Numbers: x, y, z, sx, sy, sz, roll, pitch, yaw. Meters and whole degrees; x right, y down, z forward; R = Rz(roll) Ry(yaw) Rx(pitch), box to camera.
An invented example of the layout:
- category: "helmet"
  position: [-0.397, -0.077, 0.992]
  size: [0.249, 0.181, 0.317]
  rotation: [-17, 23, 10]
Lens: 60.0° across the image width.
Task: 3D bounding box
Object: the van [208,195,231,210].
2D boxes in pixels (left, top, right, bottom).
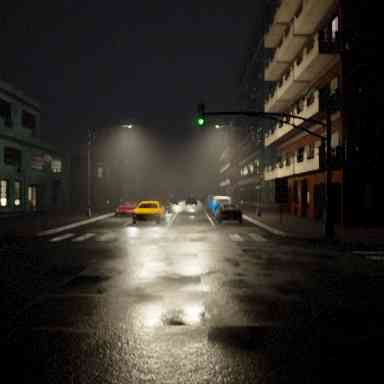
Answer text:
- category: "van"
  position: [2.659, 1.303, 30.089]
  size: [1.690, 1.788, 3.998]
  rotation: [1, 0, 0]

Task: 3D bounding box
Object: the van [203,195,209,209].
- category: "van"
  position: [2.642, 1.286, 41.252]
  size: [1.690, 1.788, 3.998]
  rotation: [1, 0, 0]

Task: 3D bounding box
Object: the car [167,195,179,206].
- category: "car"
  position: [-3.135, 1.524, 52.811]
  size: [1.895, 1.301, 4.718]
  rotation: [0, 0, 0]

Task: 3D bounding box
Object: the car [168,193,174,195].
- category: "car"
  position: [-5.810, 1.411, 85.843]
  size: [1.947, 1.339, 4.313]
  rotation: [1, 0, 0]

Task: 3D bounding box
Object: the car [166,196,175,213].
- category: "car"
  position: [-3.138, 1.459, 35.959]
  size: [1.837, 1.490, 4.892]
  rotation: [0, 0, 0]

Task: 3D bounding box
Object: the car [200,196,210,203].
- category: "car"
  position: [2.596, 1.454, 69.156]
  size: [1.947, 1.339, 4.313]
  rotation: [1, 0, 0]

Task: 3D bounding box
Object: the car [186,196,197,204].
- category: "car"
  position: [-0.100, 1.463, 64.413]
  size: [1.994, 1.385, 4.181]
  rotation: [0, 0, 0]

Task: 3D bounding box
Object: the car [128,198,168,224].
- category: "car"
  position: [-3.126, 1.448, 24.555]
  size: [1.882, 1.535, 5.008]
  rotation: [0, 0, 0]

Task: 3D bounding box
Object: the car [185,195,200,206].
- category: "car"
  position: [-0.083, 1.484, 54.372]
  size: [1.994, 1.385, 4.181]
  rotation: [0, 0, 0]

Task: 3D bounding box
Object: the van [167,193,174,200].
- category: "van"
  position: [-5.814, 1.171, 91.424]
  size: [1.690, 1.788, 3.998]
  rotation: [1, 0, 0]

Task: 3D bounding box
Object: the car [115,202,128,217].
- category: "car"
  position: [-5.725, 1.544, 30.041]
  size: [1.802, 1.307, 4.206]
  rotation: [1, 0, 0]

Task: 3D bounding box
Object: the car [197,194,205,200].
- category: "car"
  position: [2.562, 1.381, 91.479]
  size: [2.008, 1.369, 4.403]
  rotation: [1, 0, 0]

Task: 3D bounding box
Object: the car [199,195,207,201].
- category: "car"
  position: [2.580, 1.404, 80.318]
  size: [1.887, 1.381, 4.507]
  rotation: [1, 0, 0]

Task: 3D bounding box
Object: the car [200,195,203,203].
- category: "car"
  position: [2.622, 1.449, 52.583]
  size: [1.752, 1.417, 4.829]
  rotation: [1, 0, 0]

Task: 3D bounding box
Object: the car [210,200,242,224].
- category: "car"
  position: [2.664, 1.521, 24.510]
  size: [2.008, 1.369, 4.403]
  rotation: [1, 0, 0]

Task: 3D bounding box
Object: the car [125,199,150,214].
- category: "car"
  position: [-5.733, 1.498, 35.622]
  size: [1.887, 1.381, 4.507]
  rotation: [1, 0, 0]
